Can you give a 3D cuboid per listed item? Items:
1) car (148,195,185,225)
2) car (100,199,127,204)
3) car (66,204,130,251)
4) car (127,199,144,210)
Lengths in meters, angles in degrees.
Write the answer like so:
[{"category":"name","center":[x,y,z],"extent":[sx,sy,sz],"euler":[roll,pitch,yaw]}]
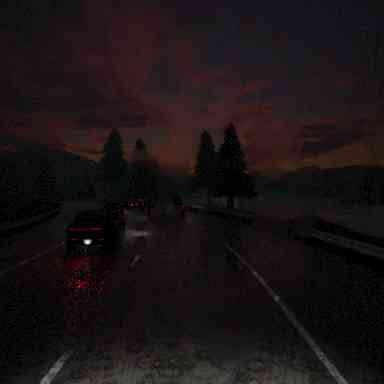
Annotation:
[{"category":"car","center":[-1.947,1.201,24.134],"extent":[2.150,2.045,5.566],"euler":[0,0,-12]},{"category":"car","center":[-7.753,1.473,32.223],"extent":[1.837,1.490,4.892],"euler":[0,0,-18]},{"category":"car","center":[-3.917,1.491,14.117],"extent":[1.837,1.490,4.892],"euler":[0,0,-6]},{"category":"car","center":[-7.422,1.508,41.094],"extent":[2.033,1.411,5.357],"euler":[0,0,-24]}]
